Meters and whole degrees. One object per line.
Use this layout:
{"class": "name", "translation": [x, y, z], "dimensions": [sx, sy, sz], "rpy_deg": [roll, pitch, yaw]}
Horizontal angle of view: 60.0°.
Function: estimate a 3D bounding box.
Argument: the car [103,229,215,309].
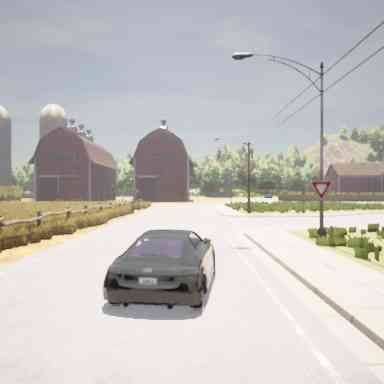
{"class": "car", "translation": [-0.525, 1.573, 7.984], "dimensions": [1.994, 1.385, 4.181], "rpy_deg": [0, 0, 8]}
